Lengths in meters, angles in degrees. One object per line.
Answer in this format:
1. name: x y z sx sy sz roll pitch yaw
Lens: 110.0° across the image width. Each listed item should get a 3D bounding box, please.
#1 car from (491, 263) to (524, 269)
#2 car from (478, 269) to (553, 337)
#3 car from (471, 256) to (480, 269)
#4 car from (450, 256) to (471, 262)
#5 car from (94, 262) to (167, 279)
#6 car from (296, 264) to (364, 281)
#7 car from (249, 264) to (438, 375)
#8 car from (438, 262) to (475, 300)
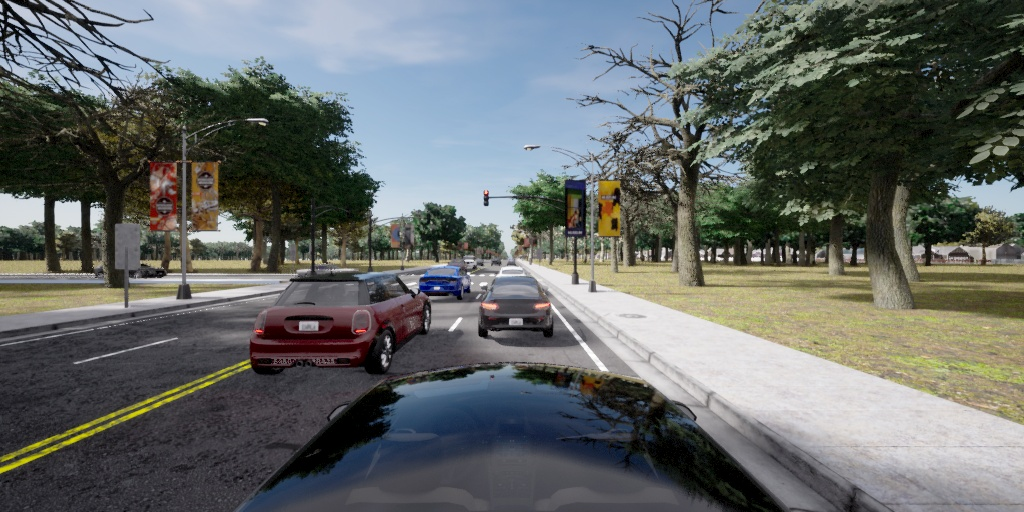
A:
1. car: 0.033 1.279 19.257 1.812 1.442 4.674 0 0 0
2. car: 0.086 1.276 10.154 1.812 1.442 4.674 0 0 0
3. car: -6.698 0.996 55.458 2.150 2.045 5.566 0 0 -1
4. car: -6.673 1.116 43.611 2.097 1.767 4.553 0 0 0
5. car: -31.787 1.226 29.969 4.892 1.490 1.837 0 0 0
6. car: -15.256 1.346 30.207 4.718 1.301 1.895 0 0 -4
7. car: -3.159 1.102 7.669 2.097 1.767 4.553 0 0 0
8. car: -3.179 1.230 17.778 1.882 1.535 5.008 0 0 1
